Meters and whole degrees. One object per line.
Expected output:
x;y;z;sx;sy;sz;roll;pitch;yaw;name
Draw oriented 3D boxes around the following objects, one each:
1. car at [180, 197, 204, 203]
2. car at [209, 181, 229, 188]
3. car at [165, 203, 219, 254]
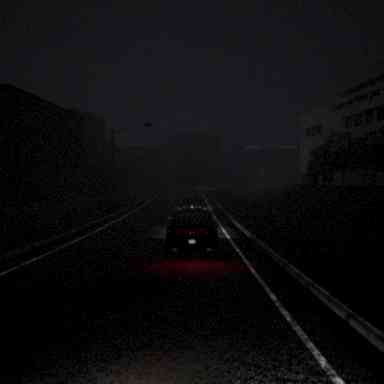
0.007;1.106;27.984;2.033;1.411;5.357;0;2;0;car
5.826;-1.641;71.843;5.008;1.535;1.882;-3;5;-42;car
0.011;1.444;13.499;1.882;1.535;5.008;0;1;0;car
